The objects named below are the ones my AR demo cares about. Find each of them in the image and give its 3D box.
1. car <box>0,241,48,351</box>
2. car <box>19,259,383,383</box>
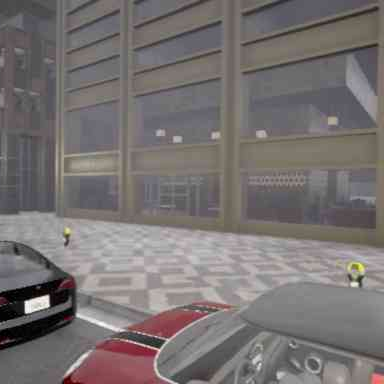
[{"bbox_3d":[-3.739,1.505,5.623,4.313,1.339,1.947,1,1,35],"label":"car"},{"bbox_3d":[0.823,1.434,2.372,4.097,1.590,1.967,1,1,35],"label":"car"}]
